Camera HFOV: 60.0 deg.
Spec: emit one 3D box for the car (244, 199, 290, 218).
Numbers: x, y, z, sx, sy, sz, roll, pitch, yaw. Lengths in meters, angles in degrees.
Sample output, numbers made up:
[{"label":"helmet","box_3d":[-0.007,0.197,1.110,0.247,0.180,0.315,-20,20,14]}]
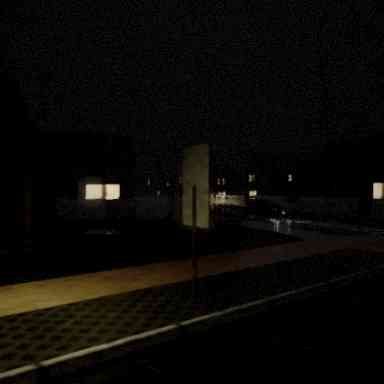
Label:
[{"label":"car","box_3d":[6.153,1.323,27.683,2.128,1.511,4.902,0,0,-20]}]
